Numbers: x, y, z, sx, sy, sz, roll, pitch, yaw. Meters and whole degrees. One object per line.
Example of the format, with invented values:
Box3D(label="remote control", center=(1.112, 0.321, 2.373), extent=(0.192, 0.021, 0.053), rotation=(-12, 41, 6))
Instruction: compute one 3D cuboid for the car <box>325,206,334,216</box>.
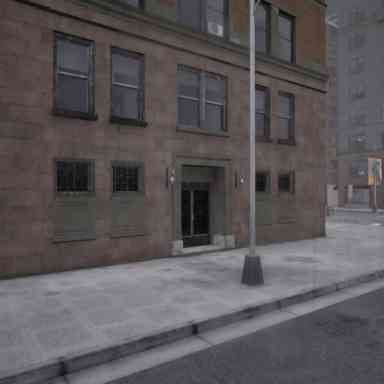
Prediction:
Box3D(label="car", center=(11.069, 1.558, 31.639), extent=(1.812, 1.442, 4.674), rotation=(0, 0, -35))
